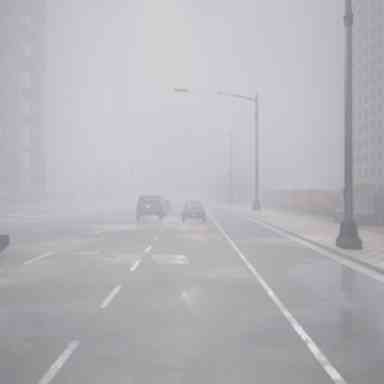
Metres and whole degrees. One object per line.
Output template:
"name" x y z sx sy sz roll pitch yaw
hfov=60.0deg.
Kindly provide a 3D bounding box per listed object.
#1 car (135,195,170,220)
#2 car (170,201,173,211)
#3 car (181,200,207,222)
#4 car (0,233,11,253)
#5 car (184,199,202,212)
"car" -3.389 1.244 28.313 2.150 2.045 5.566 0 0 0
"car" -3.387 1.540 40.636 1.837 1.490 4.892 0 1 0
"car" 0.137 1.512 26.482 2.128 1.511 4.902 0 0 0
"car" -7.086 1.605 9.036 1.895 1.301 4.718 0 0 0
"car" 0.155 1.598 39.355 1.994 1.385 4.181 0 0 0
